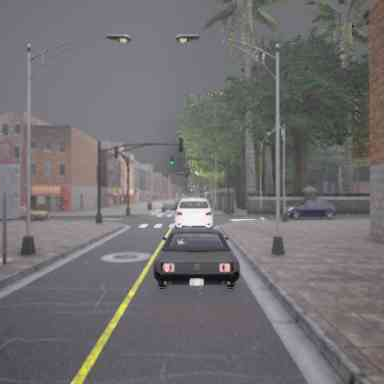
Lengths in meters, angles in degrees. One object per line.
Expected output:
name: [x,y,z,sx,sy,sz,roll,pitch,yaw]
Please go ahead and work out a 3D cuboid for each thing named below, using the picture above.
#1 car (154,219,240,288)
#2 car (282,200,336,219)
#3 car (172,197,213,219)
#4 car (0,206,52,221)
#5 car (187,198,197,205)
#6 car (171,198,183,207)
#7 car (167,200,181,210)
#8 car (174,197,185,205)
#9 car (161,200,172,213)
car: [0.105,1.667,9.370,1.895,1.301,4.718,0,0,0]
car: [10.747,1.546,30.798,4.553,1.767,2.097,0,0,-1]
car: [0.119,1.374,20.932,2.150,2.045,5.566,0,0,0]
car: [-14.421,1.757,28.063,4.829,1.417,1.752,0,0,0]
car: [0.052,2.081,72.817,2.128,1.511,4.902,0,-1,0]
car: [-2.761,1.949,62.240,1.882,1.535,5.008,0,0,1]
car: [-2.804,1.993,52.127,1.895,1.301,4.718,0,0,0]
car: [-2.698,1.881,72.376,2.097,1.767,4.553,0,0,0]
car: [-2.816,1.847,42.951,1.812,1.442,4.674,0,0,0]
